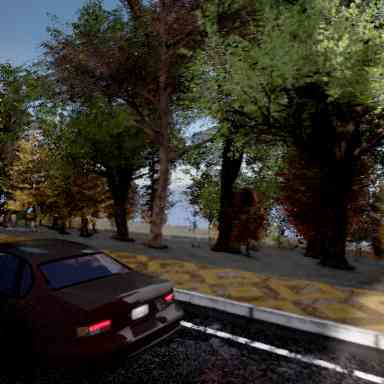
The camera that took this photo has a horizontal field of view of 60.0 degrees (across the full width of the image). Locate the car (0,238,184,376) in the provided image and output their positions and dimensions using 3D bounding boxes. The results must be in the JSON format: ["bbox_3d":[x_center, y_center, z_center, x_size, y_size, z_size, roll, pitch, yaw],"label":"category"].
[{"bbox_3d":[-2.698,1.524,5.573,5.357,1.411,2.033,0,0,35],"label":"car"}]
